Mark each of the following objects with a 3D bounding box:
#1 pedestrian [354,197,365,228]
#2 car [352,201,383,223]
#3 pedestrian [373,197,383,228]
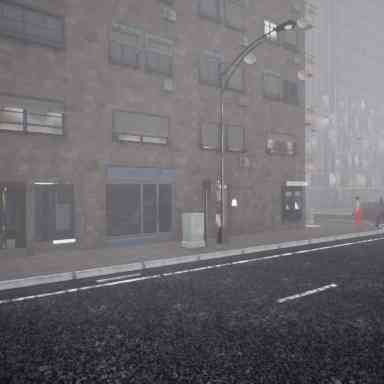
[{"bbox_3d":[9.638,1.142,19.246,0.375,1.860,0.375,-1,0,-35],"label":"pedestrian"},{"bbox_3d":[14.774,1.537,25.496,2.097,1.767,4.553,-1,-1,-27],"label":"car"},{"bbox_3d":[10.711,1.143,18.836,0.375,1.860,0.375,-1,0,-35],"label":"pedestrian"}]
